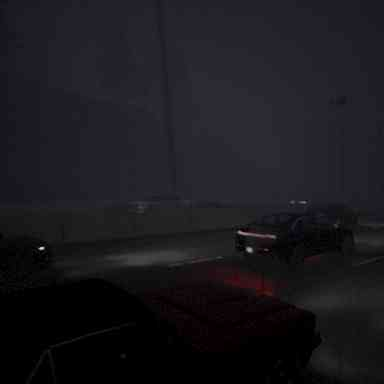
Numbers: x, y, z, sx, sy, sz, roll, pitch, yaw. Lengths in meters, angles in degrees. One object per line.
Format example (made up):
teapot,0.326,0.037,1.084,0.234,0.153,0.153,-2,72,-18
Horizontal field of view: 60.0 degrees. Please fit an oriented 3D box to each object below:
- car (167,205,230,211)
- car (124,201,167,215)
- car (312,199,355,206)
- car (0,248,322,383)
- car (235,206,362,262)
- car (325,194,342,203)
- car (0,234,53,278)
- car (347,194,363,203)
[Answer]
car,0.928,1.435,27.358,5.357,1.411,2.033,-1,0,-41
car,-2.878,1.133,28.689,5.566,2.045,2.150,-1,0,-41
car,8.379,1.364,19.719,4.892,1.490,1.837,-1,0,-42
car,-0.824,1.596,3.240,4.718,1.301,1.895,-1,0,-36
car,3.540,1.422,11.051,4.902,1.511,2.128,-1,0,-39
car,25.580,1.130,60.041,1.994,1.385,4.181,0,0,36
car,-6.063,1.508,8.127,4.902,1.511,2.128,-1,0,-36
car,28.604,1.077,58.275,1.812,1.442,4.674,0,0,36
